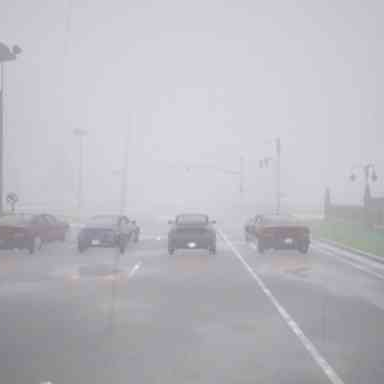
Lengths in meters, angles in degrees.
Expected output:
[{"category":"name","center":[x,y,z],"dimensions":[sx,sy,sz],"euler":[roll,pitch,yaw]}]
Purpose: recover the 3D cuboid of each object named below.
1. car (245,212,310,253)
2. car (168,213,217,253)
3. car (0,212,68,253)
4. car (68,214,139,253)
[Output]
[{"category":"car","center":[3.507,1.620,14.482],"dimensions":[1.882,1.535,5.008],"euler":[0,0,0]},{"category":"car","center":[0.005,1.649,14.303],"dimensions":[1.837,1.490,4.892],"euler":[0,0,0]},{"category":"car","center":[-6.993,1.621,14.477],"dimensions":[1.882,1.535,5.008],"euler":[0,0,0]},{"category":"car","center":[-3.494,1.668,14.383],"dimensions":[1.812,1.442,4.674],"euler":[0,0,0]}]
